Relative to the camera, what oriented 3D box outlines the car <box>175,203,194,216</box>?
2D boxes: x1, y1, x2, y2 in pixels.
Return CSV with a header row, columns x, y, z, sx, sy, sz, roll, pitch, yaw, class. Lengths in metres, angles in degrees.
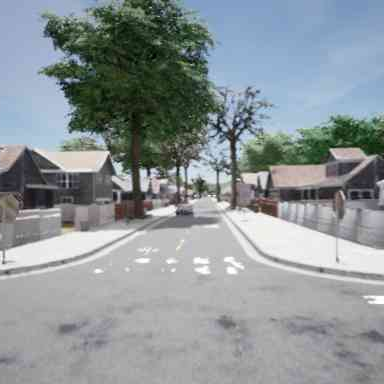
x,y,z,sx,sy,sz,roll,pitch,yaw,class
-0.791,2.010,38.174,1.994,1.385,4.181,-1,-1,3,car
